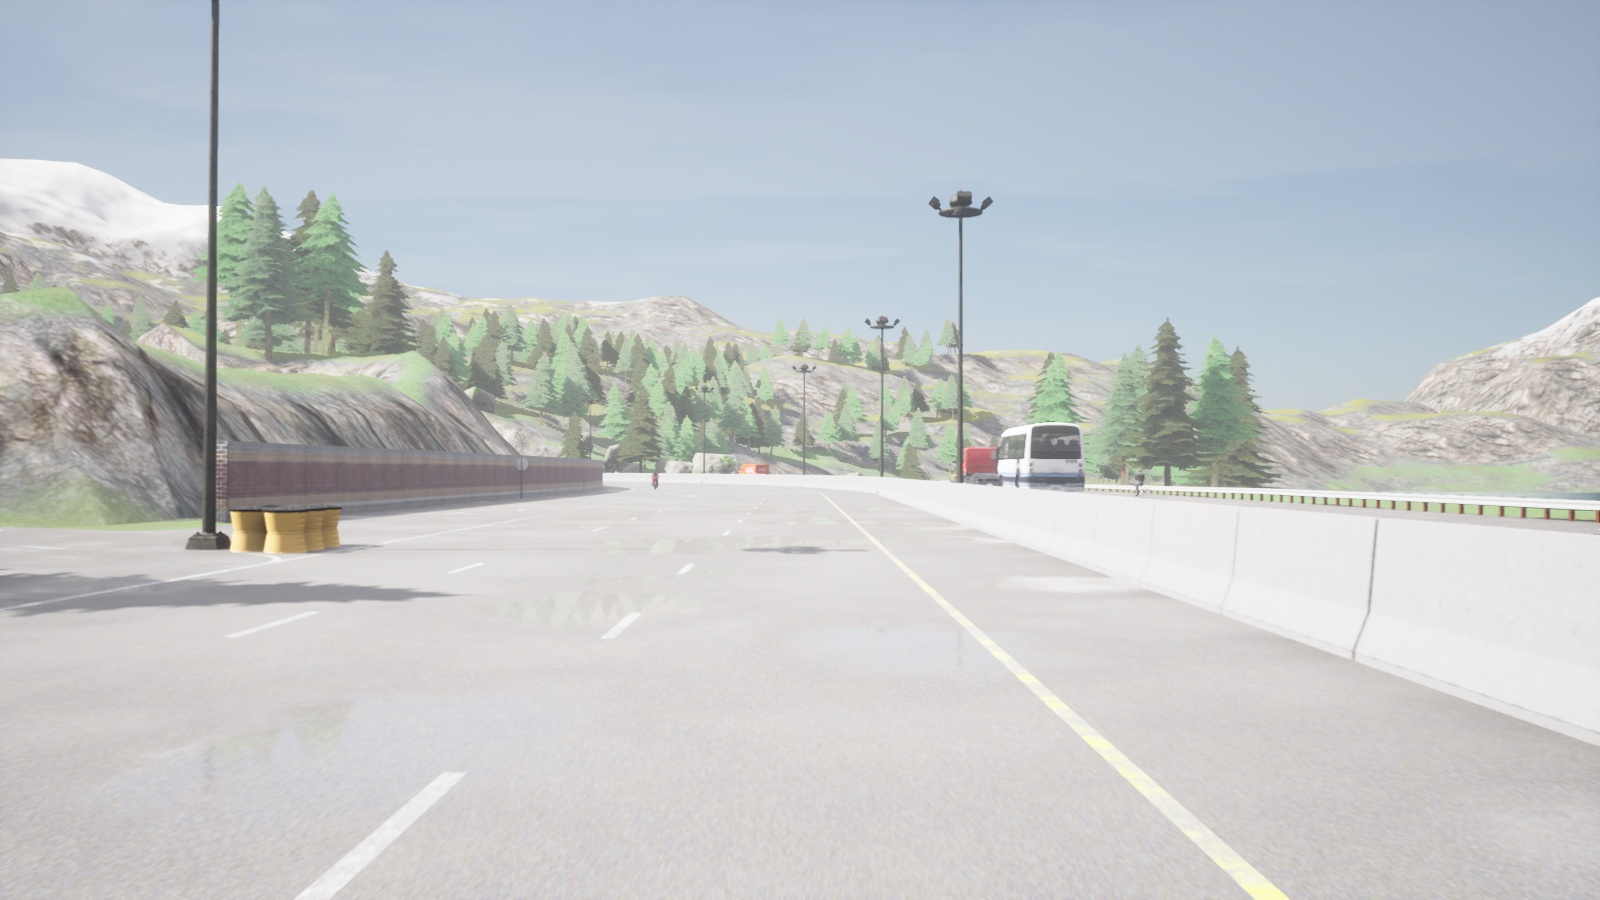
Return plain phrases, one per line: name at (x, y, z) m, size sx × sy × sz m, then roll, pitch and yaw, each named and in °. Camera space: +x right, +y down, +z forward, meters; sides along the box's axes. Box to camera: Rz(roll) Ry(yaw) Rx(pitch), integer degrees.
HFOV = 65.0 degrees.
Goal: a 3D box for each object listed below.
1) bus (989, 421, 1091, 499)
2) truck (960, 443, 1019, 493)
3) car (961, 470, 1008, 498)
bus at (13.822, 0.611, 73.389) m, size 3.944 × 4.253 × 10.273 m, roll 0°, pitch -1°, yaw 0°
truck at (13.661, 1.306, 91.254) m, size 2.891 × 3.462 × 7.936 m, roll 0°, pitch -1°, yaw -2°
car at (10.334, 1.904, 70.671) m, size 2.007 × 1.525 × 4.514 m, roll 0°, pitch -1°, yaw 0°
